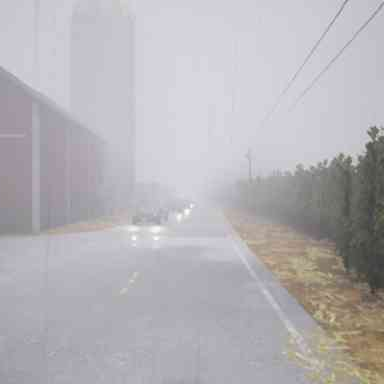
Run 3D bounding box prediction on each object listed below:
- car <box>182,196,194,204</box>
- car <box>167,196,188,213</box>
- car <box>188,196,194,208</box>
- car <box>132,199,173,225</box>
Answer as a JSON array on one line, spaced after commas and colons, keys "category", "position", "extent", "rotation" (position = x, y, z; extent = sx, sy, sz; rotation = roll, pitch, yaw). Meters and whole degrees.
[{"category": "car", "position": [-0.642, 1.450, 61.463], "extent": [2.128, 1.511, 4.902], "rotation": [0, 0, 0]}, {"category": "car", "position": [-1.988, 1.326, 35.759], "extent": [2.097, 1.767, 4.553], "rotation": [0, 0, 4]}, {"category": "car", "position": [-1.236, 1.568, 46.280], "extent": [1.895, 1.301, 4.718], "rotation": [0, 0, 4]}, {"category": "car", "position": [-2.897, 1.509, 24.059], "extent": [1.812, 1.442, 4.674], "rotation": [0, 0, 7]}]
